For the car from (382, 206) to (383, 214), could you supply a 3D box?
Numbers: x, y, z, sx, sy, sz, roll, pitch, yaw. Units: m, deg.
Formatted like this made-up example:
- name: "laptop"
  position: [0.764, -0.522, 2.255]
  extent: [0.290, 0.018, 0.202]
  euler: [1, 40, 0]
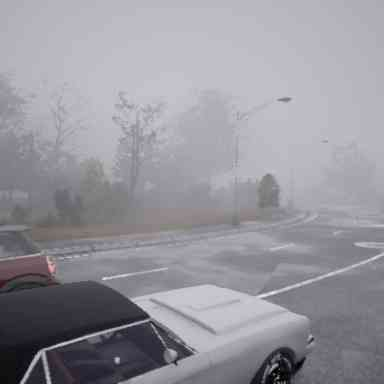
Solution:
- name: "car"
  position: [22.740, 1.829, 37.094]
  extent: [2.128, 1.511, 4.902]
  euler: [1, 0, 16]

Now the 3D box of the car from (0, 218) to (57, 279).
- name: "car"
  position: [-4.573, 1.354, 5.262]
  extent: [4.553, 1.767, 2.097]
  euler: [0, 0, -37]

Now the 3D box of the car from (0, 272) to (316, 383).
- name: "car"
  position: [-0.879, 1.615, 3.214]
  extent: [4.718, 1.301, 1.895]
  euler: [1, 0, -37]
